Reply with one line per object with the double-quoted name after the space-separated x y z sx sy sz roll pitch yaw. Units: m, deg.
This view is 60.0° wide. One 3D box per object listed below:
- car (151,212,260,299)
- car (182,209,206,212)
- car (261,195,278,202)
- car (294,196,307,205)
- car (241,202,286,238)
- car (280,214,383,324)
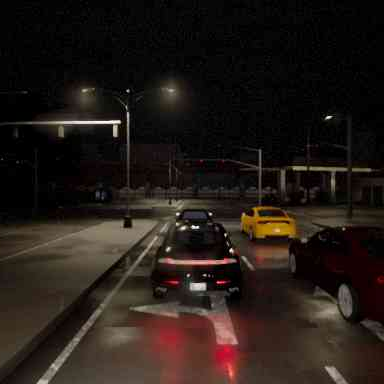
0.104 1.489 8.399 2.128 1.511 4.902 0 0 0 "car"
0.111 1.558 17.168 1.994 1.385 4.181 0 0 -1 "car"
13.240 1.275 56.738 2.242 1.667 4.611 0 0 0 "car"
18.986 1.435 57.497 1.970 1.475 3.806 0 0 0 "car"
3.610 1.472 16.490 1.882 1.535 5.008 0 0 0 "car"
3.603 1.475 7.238 1.882 1.535 5.008 0 0 0 "car"
